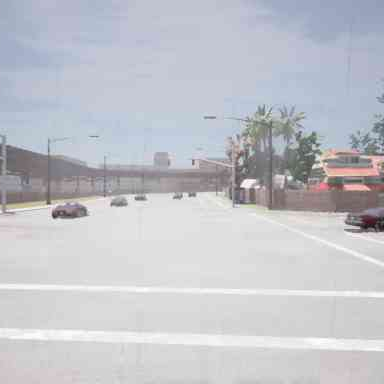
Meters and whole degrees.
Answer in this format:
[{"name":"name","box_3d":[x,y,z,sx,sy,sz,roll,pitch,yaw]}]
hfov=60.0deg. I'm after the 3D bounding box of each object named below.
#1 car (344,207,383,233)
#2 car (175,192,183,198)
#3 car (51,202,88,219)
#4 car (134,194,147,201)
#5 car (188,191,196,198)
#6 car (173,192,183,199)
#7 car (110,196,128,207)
[{"name":"car","box_3d":[11.748,1.555,19.342,5.357,1.411,2.033,0,0,-3]},{"name":"car","box_3d":[-3.421,0.709,87.159,1.994,1.385,4.181,0,1,0]},{"name":"car","box_3d":[-10.574,1.543,28.941,1.994,1.385,4.181,0,0,0]},{"name":"car","box_3d":[-10.451,1.154,67.538,1.895,1.301,4.718,0,1,0]},{"name":"car","box_3d":[0.079,0.519,86.797,2.097,1.767,4.553,0,1,0]},{"name":"car","box_3d":[-3.430,0.963,76.841,1.895,1.301,4.718,0,1,0]},{"name":"car","box_3d":[-10.553,1.363,48.165,1.812,1.442,4.674,0,1,0]}]
